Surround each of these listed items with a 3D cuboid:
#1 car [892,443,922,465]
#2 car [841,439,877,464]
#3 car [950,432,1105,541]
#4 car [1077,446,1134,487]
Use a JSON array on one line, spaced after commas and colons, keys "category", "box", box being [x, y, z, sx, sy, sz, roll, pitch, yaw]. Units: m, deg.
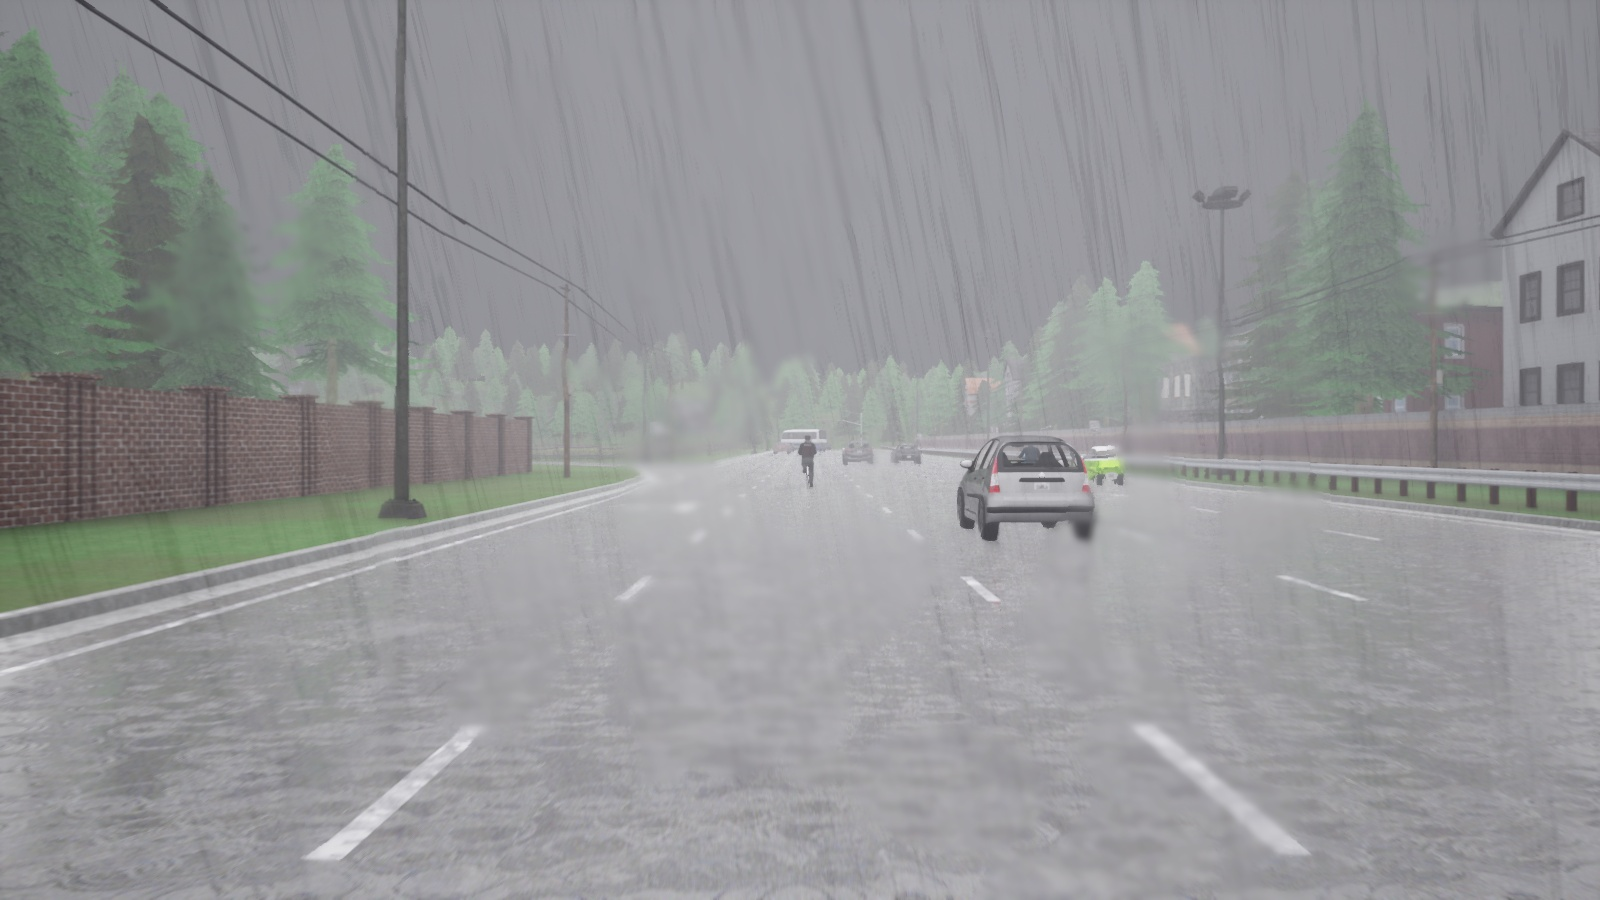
[{"category": "car", "box": [7.522, 0.266, 88.701, 1.816, 1.474, 4.193, 0, 0, 0]}, {"category": "car", "box": [4.006, 0.109, 86.015, 2.242, 1.667, 4.611, 0, 0, 0]}, {"category": "car", "box": [3.634, 0.531, 20.711, 1.851, 1.617, 3.988, 0, 0, 0]}, {"category": "car", "box": [10.769, 0.560, 44.398, 1.481, 1.376, 2.207, 0, 1, 0]}]
